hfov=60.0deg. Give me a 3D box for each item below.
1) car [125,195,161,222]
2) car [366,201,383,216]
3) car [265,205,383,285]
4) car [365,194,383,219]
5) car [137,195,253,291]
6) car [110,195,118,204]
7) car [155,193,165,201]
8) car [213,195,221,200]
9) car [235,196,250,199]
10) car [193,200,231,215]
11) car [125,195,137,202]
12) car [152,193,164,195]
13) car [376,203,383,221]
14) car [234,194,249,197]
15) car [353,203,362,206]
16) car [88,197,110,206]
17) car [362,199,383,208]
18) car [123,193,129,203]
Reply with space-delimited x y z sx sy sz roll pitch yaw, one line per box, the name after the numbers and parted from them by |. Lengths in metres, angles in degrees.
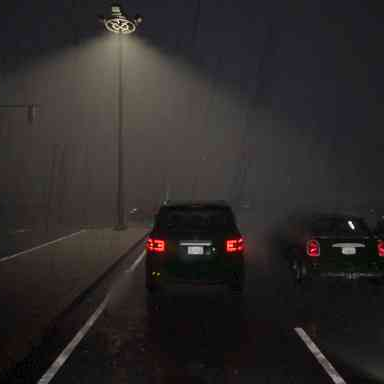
-2.377 1.352 24.917 4.553 1.767 2.097 0 0 -4 | car
19.917 1.601 32.596 4.718 1.301 1.895 0 0 1 | car
3.571 1.352 9.684 2.097 1.767 4.553 0 0 0 | car
18.528 1.220 29.112 5.566 2.045 2.150 0 0 0 | car
0.072 1.221 9.116 2.150 2.045 5.566 0 0 0 | car
-15.108 1.601 62.040 1.895 1.301 4.718 0 0 0 | car
-8.042 1.210 84.270 2.150 2.045 5.566 0 0 0 | car
7.164 1.552 95.117 1.994 1.385 4.181 0 0 1 | car
4.517 1.547 37.028 2.033 1.411 5.357 0 0 -30 | car
1.977 1.601 35.127 1.895 1.301 4.718 0 0 -27 | car
-15.061 1.525 82.036 2.128 1.511 4.902 0 0 0 | car
-8.063 1.225 73.498 2.150 2.045 5.566 0 0 0 | car
17.396 1.547 25.603 5.357 1.411 2.033 0 0 0 | car
6.480 1.223 44.409 2.150 2.045 5.566 -1 0 2 | car
19.820 1.504 36.099 4.892 1.490 1.837 0 0 1 | car
-15.135 1.564 53.287 1.994 1.385 4.181 0 0 0 | car
7.070 1.221 8.809 2.150 2.045 5.566 0 0 0 | car
-15.062 1.225 71.936 2.150 2.045 5.566 0 0 0 | car
